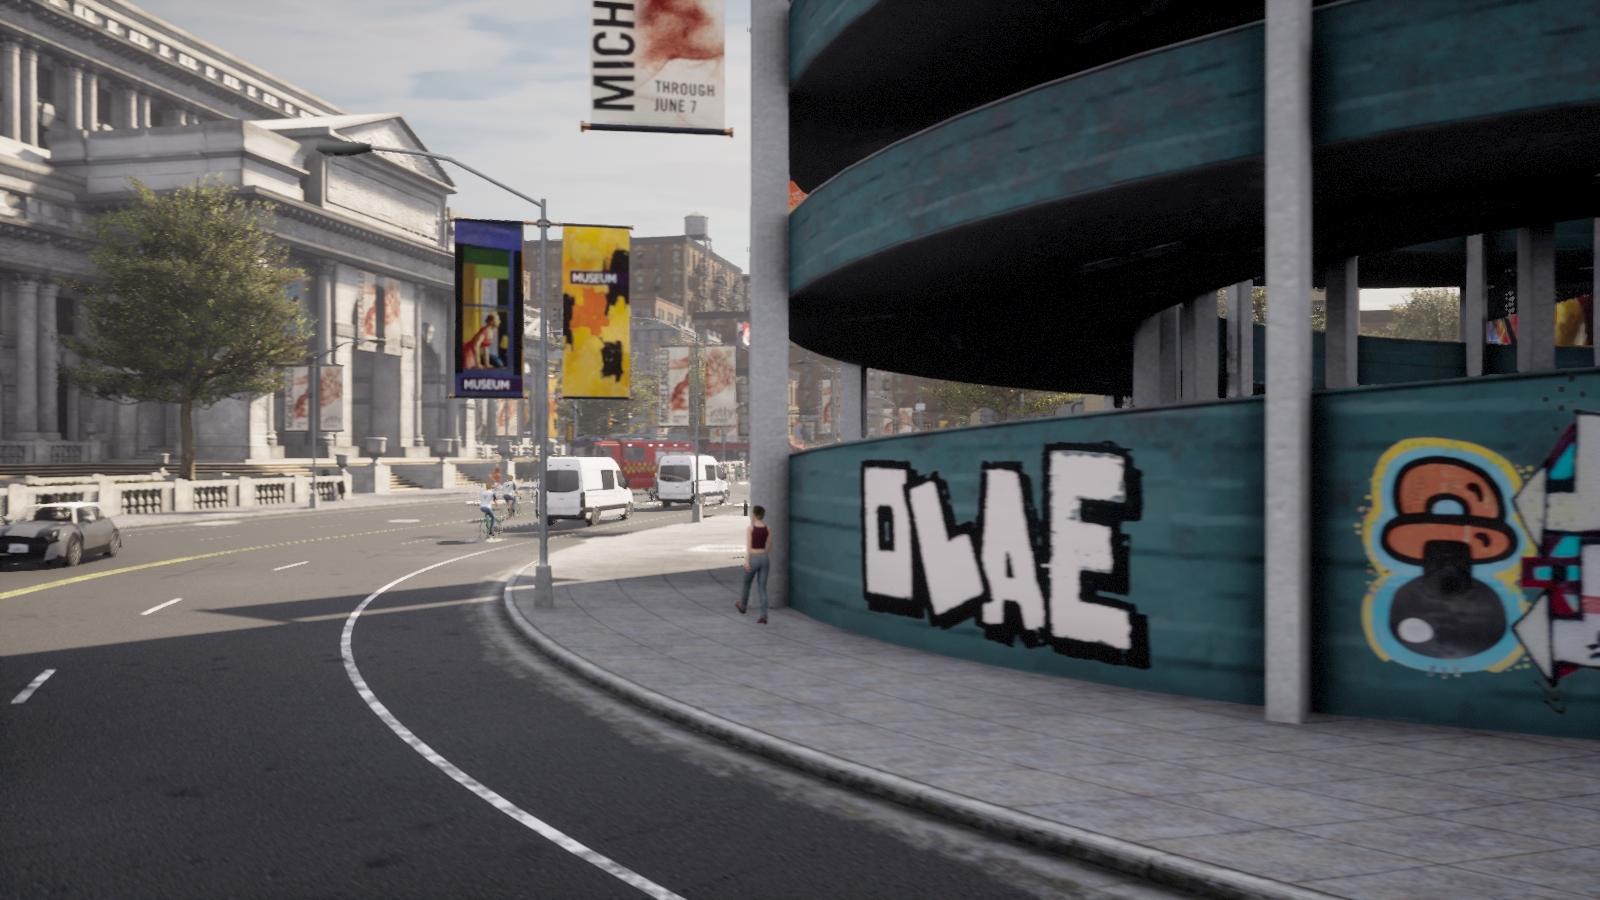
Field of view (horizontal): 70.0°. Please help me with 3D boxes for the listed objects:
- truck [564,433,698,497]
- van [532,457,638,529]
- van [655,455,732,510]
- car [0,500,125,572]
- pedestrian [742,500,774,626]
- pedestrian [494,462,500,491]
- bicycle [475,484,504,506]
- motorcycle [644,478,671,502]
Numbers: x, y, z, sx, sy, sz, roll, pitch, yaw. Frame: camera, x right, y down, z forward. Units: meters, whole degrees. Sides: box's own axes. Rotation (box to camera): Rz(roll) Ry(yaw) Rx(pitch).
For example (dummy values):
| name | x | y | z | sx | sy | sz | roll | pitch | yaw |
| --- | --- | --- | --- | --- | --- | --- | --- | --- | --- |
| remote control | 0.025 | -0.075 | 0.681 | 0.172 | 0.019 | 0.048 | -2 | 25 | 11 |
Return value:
| name | x | y | z | sx | sy | sz | roll | pitch | yaw |
| --- | --- | --- | --- | --- | --- | --- | --- | --- | --- |
| truck | -10.619 | 0.927 | 72.612 | 2.891 | 3.827 | 8.468 | 0 | 0 | 42 |
| van | -8.160 | 1.556 | 44.003 | 1.988 | 2.561 | 5.915 | 0 | 0 | 11 |
| van | -5.270 | 1.564 | 57.568 | 1.988 | 2.561 | 5.915 | 0 | 0 | 15 |
| car | -18.489 | 2.073 | 28.267 | 1.970 | 1.475 | 3.806 | 0 | 0 | -12 |
| pedestrian | -0.633 | 1.706 | 17.355 | 0.375 | 1.860 | 0.375 | 0 | 0 | -24 |
| pedestrian | -19.891 | 1.731 | 74.972 | 0.375 | 1.860 | 0.375 | 0 | 0 | -12 |
| bicycle | -15.894 | 2.282 | 58.489 | 0.859 | 1.080 | 1.487 | 0 | 0 | 12 |
| motorcycle | -7.864 | 2.202 | 63.164 | 0.764 | 1.277 | 2.356 | 0 | 0 | 12 |
